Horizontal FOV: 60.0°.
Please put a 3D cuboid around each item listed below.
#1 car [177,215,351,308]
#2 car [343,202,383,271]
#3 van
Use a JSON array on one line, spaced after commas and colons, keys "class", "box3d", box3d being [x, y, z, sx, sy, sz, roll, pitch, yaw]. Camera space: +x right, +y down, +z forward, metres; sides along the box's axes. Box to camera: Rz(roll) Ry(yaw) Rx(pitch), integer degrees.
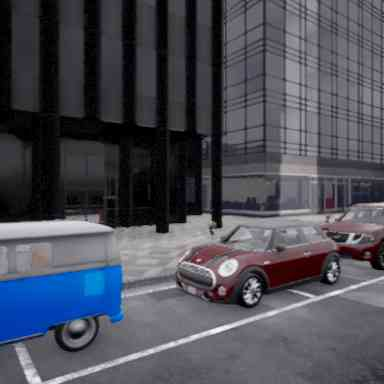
[{"class": "car", "box3d": [1.624, 1.430, 7.807, 4.097, 1.590, 1.967, 0, 0, -36]}, {"class": "car", "box3d": [6.190, 1.295, 11.065, 5.009, 1.841, 2.192, 0, 0, -36]}, {"class": "van", "box3d": [-2.942, 1.341, 4.548, 3.998, 1.788, 1.690, 0, 0, -36]}]
